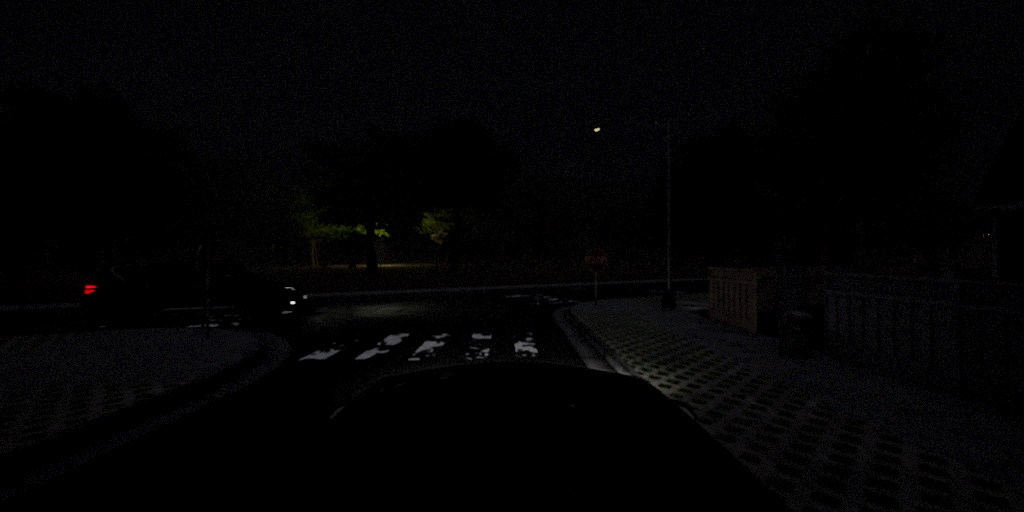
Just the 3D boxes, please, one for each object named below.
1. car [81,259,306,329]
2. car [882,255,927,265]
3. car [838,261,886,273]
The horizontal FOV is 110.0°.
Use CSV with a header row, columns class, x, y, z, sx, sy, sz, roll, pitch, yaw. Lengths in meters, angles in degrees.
class,x,y,z,sx,sy,sz,roll,pitch,yaw
car,-10.046,1.129,11.878,5.566,2.045,2.150,0,0,-23
car,39.608,0.920,36.381,5.566,2.045,2.150,0,0,-23
car,26.156,1.304,27.556,4.181,1.385,1.994,0,0,-23
